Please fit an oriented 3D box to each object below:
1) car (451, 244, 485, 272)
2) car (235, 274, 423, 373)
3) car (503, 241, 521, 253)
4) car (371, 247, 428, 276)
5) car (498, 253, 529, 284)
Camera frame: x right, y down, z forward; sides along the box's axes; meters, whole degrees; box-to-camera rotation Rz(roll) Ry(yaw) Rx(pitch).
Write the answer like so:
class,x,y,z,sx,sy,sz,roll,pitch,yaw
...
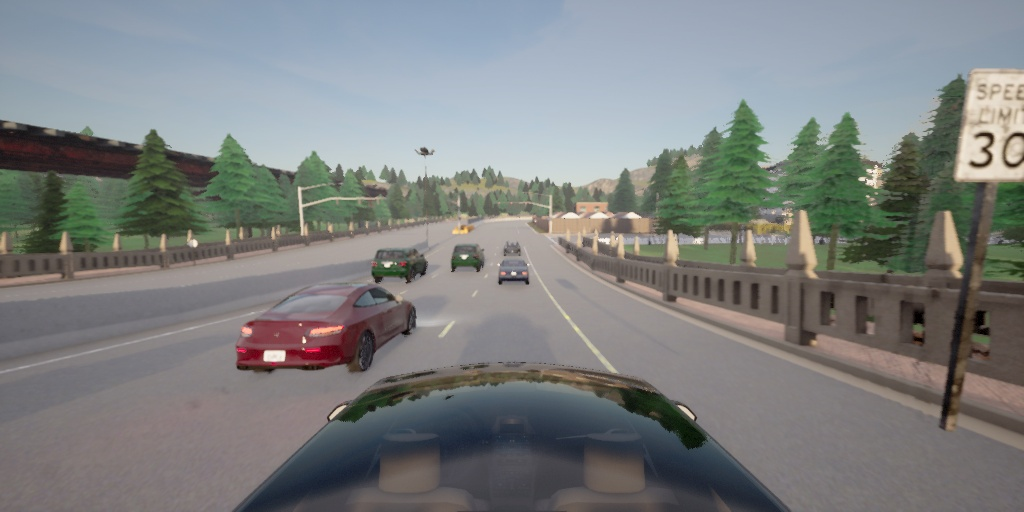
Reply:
class,x,y,z,sx,sy,sz,roll,pitch,yaw
car,-3.425,0.015,28.194,2.150,2.045,5.566,0,4,0
car,-3.401,1.269,7.440,1.812,1.442,4.674,0,0,0
car,0.020,-0.938,39.167,2.128,1.511,4.902,0,7,0
car,-6.908,0.461,22.499,2.150,2.045,5.566,0,3,0
car,0.093,0.826,21.867,2.033,1.411,5.357,0,3,0
